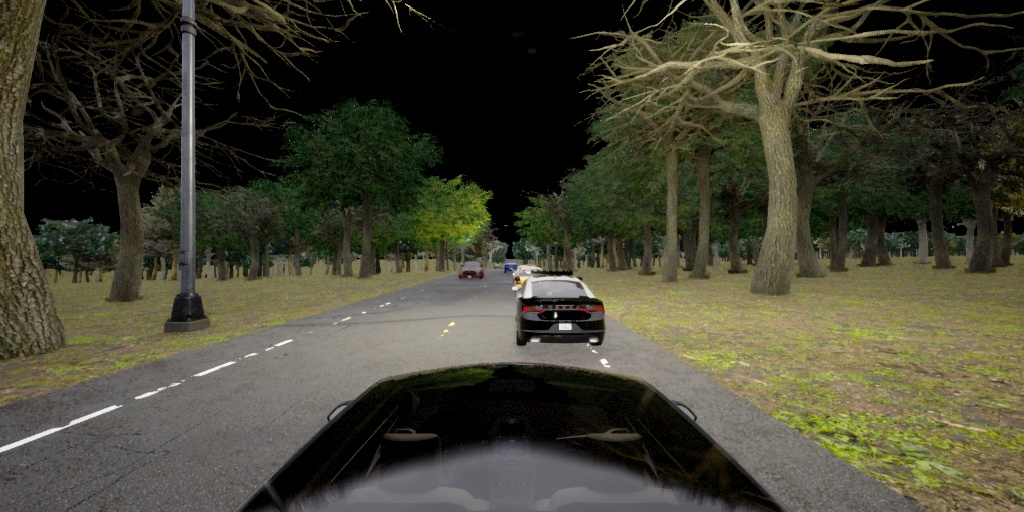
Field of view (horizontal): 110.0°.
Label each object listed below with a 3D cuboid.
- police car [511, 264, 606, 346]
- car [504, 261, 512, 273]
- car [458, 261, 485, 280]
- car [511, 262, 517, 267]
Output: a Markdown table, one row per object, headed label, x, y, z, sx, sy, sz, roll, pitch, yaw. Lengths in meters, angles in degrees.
| label | x | y | z | sx | sy | sz | roll | pitch | yaw |
| --- | --- | --- | --- | --- | --- | --- | --- | --- | --- |
| police car | 1.036 | 1.186 | 9.588 | 1.930 | 1.638 | 5.238 | 0 | 0 | 0 |
| car | -0.065 | 1.508 | 48.904 | 1.882 | 1.535 | 5.008 | 0 | -1 | 0 |
| car | -3.662 | 1.227 | 33.156 | 2.097 | 1.767 | 4.553 | 0 | 0 | 0 |
| car | 1.016 | 1.255 | 19.670 | 1.801 | 1.575 | 5.366 | 0 | 0 | 0 |
